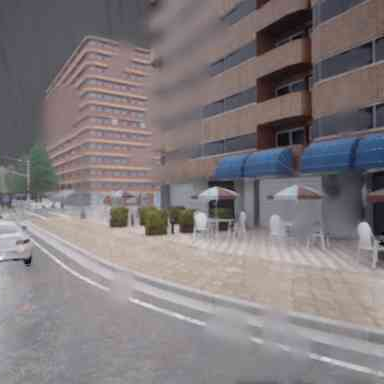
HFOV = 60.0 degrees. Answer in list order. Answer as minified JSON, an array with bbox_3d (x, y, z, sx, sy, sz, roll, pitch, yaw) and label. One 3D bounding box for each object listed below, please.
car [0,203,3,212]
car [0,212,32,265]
[{"bbox_3d":[-14.847,1.788,23.990,1.837,1.490,4.892,0,0,-33],"label":"car"},{"bbox_3d":[-6.726,1.658,11.475,1.812,1.442,4.674,0,0,-33],"label":"car"}]
